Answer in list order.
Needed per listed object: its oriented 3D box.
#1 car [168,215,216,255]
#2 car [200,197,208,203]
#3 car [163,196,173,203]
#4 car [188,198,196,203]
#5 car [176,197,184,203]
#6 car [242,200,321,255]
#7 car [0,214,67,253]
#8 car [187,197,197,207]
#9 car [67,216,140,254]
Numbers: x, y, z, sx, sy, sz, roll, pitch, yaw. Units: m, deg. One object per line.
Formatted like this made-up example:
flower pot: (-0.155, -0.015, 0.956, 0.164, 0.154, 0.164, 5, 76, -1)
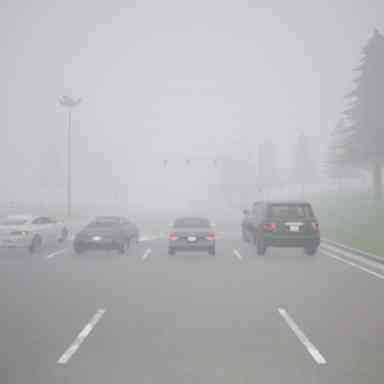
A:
car: (-0.003, 1.686, 13.983, 2.033, 1.411, 5.357, 0, -1, 0)
car: (3.472, 2.407, 94.765, 1.837, 1.490, 4.892, 0, -1, 0)
car: (-7.028, 2.133, 94.794, 2.150, 2.045, 5.566, 0, -1, 0)
car: (-0.028, 2.447, 94.763, 2.033, 1.411, 5.357, 0, -1, 0)
car: (-3.528, 2.453, 95.178, 1.812, 1.442, 4.674, 0, -1, 0)
car: (3.497, 1.356, 14.021, 2.150, 2.045, 5.566, 0, 0, 0)
car: (-6.998, 1.669, 14.367, 1.812, 1.442, 4.674, 0, 0, 0)
car: (-0.019, 2.242, 65.430, 1.895, 1.301, 4.718, 0, -1, 0)
car: (-3.501, 1.707, 14.295, 1.994, 1.385, 4.181, 0, 0, 0)
